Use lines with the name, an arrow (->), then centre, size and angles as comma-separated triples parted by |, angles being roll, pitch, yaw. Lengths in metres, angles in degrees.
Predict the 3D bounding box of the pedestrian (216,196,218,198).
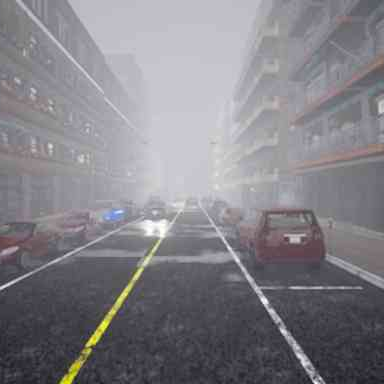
pedestrian -> 3.034, 1.386, 40.909 | 0.375, 1.860, 0.375 | -1, 1, -5

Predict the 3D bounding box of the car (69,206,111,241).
car -> -5.656, 1.619, 16.738 | 1.802, 1.307, 4.206 | -1, 0, 0

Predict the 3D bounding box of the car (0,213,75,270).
car -> -5.658, 1.607, 11.074 | 1.802, 1.307, 4.206 | -1, 0, 0

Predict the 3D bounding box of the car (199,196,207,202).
car -> 2.750, 1.786, 84.667 | 1.802, 1.307, 4.206 | -1, 0, 0

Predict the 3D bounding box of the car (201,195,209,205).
car -> 2.728, 1.460, 62.012 | 2.192, 1.841, 5.009 | -1, 0, 0

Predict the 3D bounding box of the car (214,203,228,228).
car -> 2.699, 1.631, 22.365 | 1.802, 1.307, 4.206 | -1, 0, 0

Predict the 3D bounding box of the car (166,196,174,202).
car -> -5.631, 1.730, 84.536 | 1.752, 1.417, 4.829 | -1, 0, 0

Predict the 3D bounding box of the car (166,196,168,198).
car -> -5.655, 1.571, 56.386 | 1.967, 1.590, 4.097 | -1, 0, 0

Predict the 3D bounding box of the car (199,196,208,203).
car -> 2.745, 1.755, 79.002 | 1.947, 1.339, 4.313 | -1, 0, 0

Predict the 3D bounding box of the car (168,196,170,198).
car -> -5.649, 1.711, 62.050 | 1.947, 1.339, 4.313 | -1, 0, 0

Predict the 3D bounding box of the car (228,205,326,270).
car -> 2.686, 1.339, 11.038 | 2.192, 1.841, 5.009 | -1, 0, 0

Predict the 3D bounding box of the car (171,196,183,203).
car -> -2.941, 1.721, 71.226 | 1.895, 1.301, 4.718 | 0, 0, 0

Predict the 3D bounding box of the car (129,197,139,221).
car -> -5.690, 1.378, 28.067 | 2.192, 1.841, 5.009 | -1, 0, 0

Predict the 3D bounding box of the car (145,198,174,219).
car -> -3.070, 1.559, 30.080 | 2.128, 1.511, 4.902 | 0, 0, 0

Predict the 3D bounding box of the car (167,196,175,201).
car -> -5.626, 1.744, 90.200 | 1.752, 1.417, 4.829 | -1, 0, 0

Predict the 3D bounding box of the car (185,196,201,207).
car -> 0.054, 1.474, 53.259 | 2.097, 1.767, 4.553 | 0, 0, 1

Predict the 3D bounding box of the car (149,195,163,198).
car -> -5.661, 1.432, 50.723 | 2.192, 1.841, 5.009 | -1, 0, 0

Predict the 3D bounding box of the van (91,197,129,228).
van -> -5.666, 1.391, 22.403 | 1.690, 1.788, 3.998 | -1, 0, 0

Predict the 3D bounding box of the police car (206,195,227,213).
police car -> 3.032, 1.511, 37.912 | 1.930, 1.638, 5.238 | 0, 0, 0
